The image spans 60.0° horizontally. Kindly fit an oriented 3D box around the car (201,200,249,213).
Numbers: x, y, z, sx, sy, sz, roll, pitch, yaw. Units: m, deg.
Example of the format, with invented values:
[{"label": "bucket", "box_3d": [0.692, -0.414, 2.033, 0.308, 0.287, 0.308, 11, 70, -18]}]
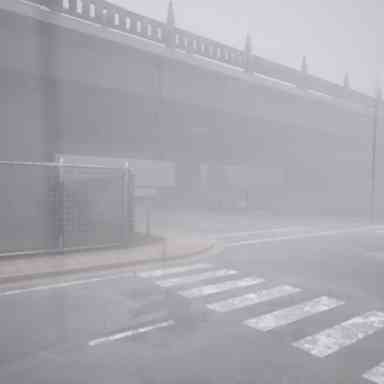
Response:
[{"label": "car", "box_3d": [3.719, 1.606, 37.632, 5.357, 1.411, 2.033, -1, 2, 17]}]
